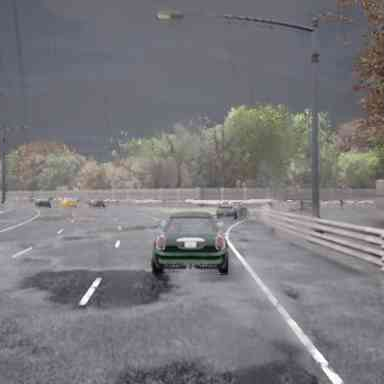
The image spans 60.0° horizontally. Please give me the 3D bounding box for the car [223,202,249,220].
[{"bbox_3d":[3.739,1.659,30.009,2.128,1.511,4.902,0,0,24],"label":"car"}]

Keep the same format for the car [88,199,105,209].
[{"bbox_3d":[-15.294,1.826,53.132,1.837,1.490,4.892,0,0,-29],"label":"car"}]

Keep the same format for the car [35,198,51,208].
[{"bbox_3d":[-24.819,1.822,55.239,1.882,1.535,5.008,0,0,-33],"label":"car"}]

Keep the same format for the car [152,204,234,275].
[{"bbox_3d":[-0.004,1.415,10.886,2.097,1.767,4.553,0,0,1],"label":"car"}]

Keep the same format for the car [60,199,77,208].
[{"bbox_3d":[-20.472,1.816,54.932,1.882,1.535,5.008,0,0,-32],"label":"car"}]

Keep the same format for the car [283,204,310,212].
[{"bbox_3d":[13.683,1.796,43.475,4.181,1.385,1.994,0,0,-43],"label":"car"}]
